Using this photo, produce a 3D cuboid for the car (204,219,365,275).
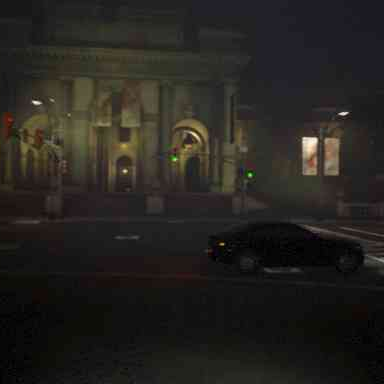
[{"bbox_3d":[2.715,1.574,10.038,4.674,1.442,1.812,1,0,-5],"label":"car"}]
